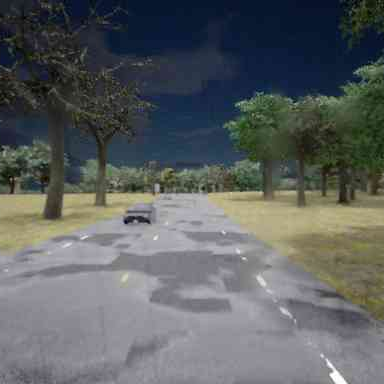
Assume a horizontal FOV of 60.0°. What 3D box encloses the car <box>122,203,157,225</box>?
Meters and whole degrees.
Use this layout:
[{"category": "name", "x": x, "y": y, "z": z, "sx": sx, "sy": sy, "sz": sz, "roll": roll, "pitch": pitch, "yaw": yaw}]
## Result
[{"category": "car", "x": -3.600, "y": 1.493, "z": 23.907, "sx": 2.033, "sy": 1.411, "sz": 5.357, "roll": 0, "pitch": 0, "yaw": 0}]
